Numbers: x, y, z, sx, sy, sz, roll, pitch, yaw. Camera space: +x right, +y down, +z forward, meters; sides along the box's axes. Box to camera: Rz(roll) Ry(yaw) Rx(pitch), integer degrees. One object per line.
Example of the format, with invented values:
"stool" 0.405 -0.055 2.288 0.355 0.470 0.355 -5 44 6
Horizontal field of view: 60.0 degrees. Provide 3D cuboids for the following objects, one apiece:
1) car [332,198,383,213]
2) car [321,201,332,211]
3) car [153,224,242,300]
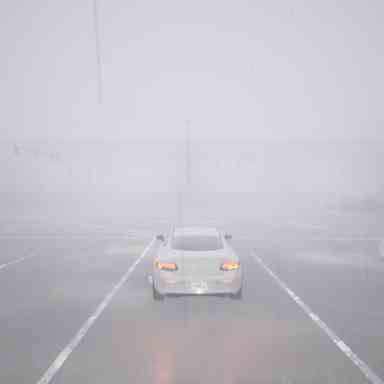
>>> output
"car" 17.598 1.408 34.536 4.892 1.490 1.837 0 0 1
"car" 17.374 1.395 38.078 4.902 1.511 2.128 0 0 2
"car" 0.071 1.522 8.277 1.812 1.442 4.674 0 0 -1
